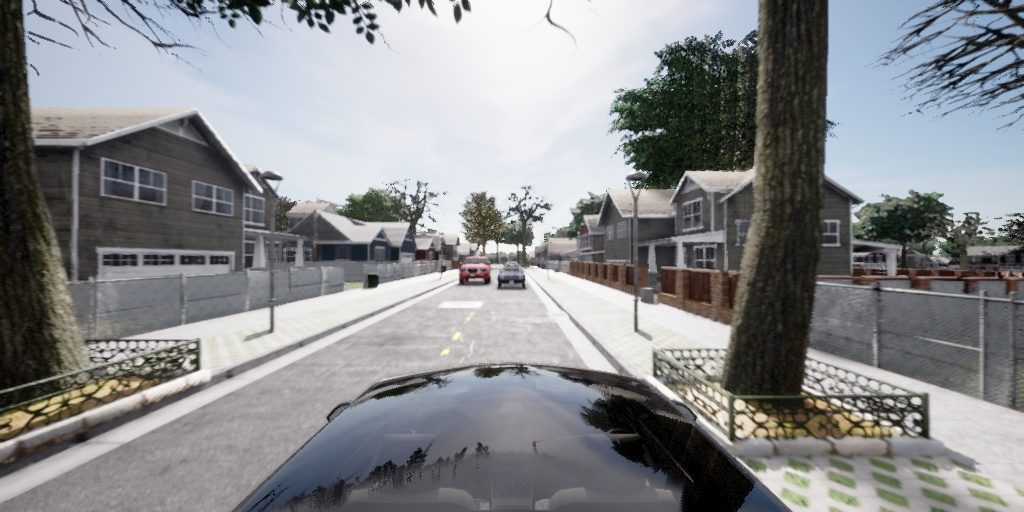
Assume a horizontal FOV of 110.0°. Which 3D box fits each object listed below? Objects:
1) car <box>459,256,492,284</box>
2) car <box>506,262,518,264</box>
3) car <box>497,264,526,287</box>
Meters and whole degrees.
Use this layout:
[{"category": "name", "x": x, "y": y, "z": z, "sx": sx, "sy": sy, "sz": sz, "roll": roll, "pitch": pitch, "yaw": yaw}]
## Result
[{"category": "car", "x": -2.796, "y": 1.042, "z": 28.265, "sx": 2.150, "sy": 2.045, "sz": 5.566, "roll": 0, "pitch": 0, "yaw": 0}, {"category": "car", "x": 0.016, "y": 1.423, "z": 44.286, "sx": 1.837, "sy": 1.490, "sz": 4.892, "roll": 0, "pitch": 0, "yaw": 0}, {"category": "car", "x": -0.020, "y": 1.406, "z": 24.991, "sx": 1.895, "sy": 1.301, "sz": 4.718, "roll": 0, "pitch": 0, "yaw": 0}]
